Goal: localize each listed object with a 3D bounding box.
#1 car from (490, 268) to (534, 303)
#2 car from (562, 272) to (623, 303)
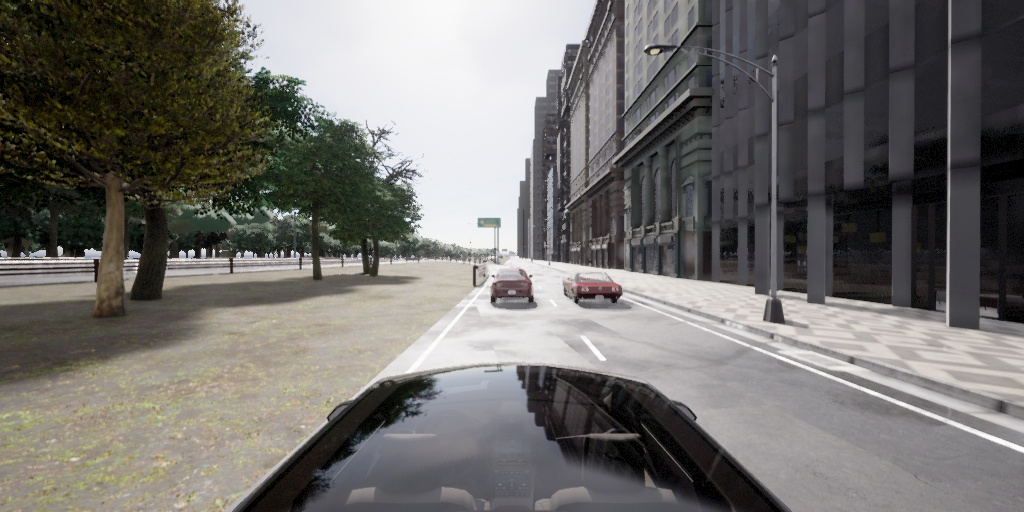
[{"bbox_3d":[0.001,1.280,16.501,1.812,1.442,4.674,0,0,0],"label":"car"},{"bbox_3d":[3.500,1.363,16.530,1.895,1.301,4.718,0,0,0],"label":"car"}]
